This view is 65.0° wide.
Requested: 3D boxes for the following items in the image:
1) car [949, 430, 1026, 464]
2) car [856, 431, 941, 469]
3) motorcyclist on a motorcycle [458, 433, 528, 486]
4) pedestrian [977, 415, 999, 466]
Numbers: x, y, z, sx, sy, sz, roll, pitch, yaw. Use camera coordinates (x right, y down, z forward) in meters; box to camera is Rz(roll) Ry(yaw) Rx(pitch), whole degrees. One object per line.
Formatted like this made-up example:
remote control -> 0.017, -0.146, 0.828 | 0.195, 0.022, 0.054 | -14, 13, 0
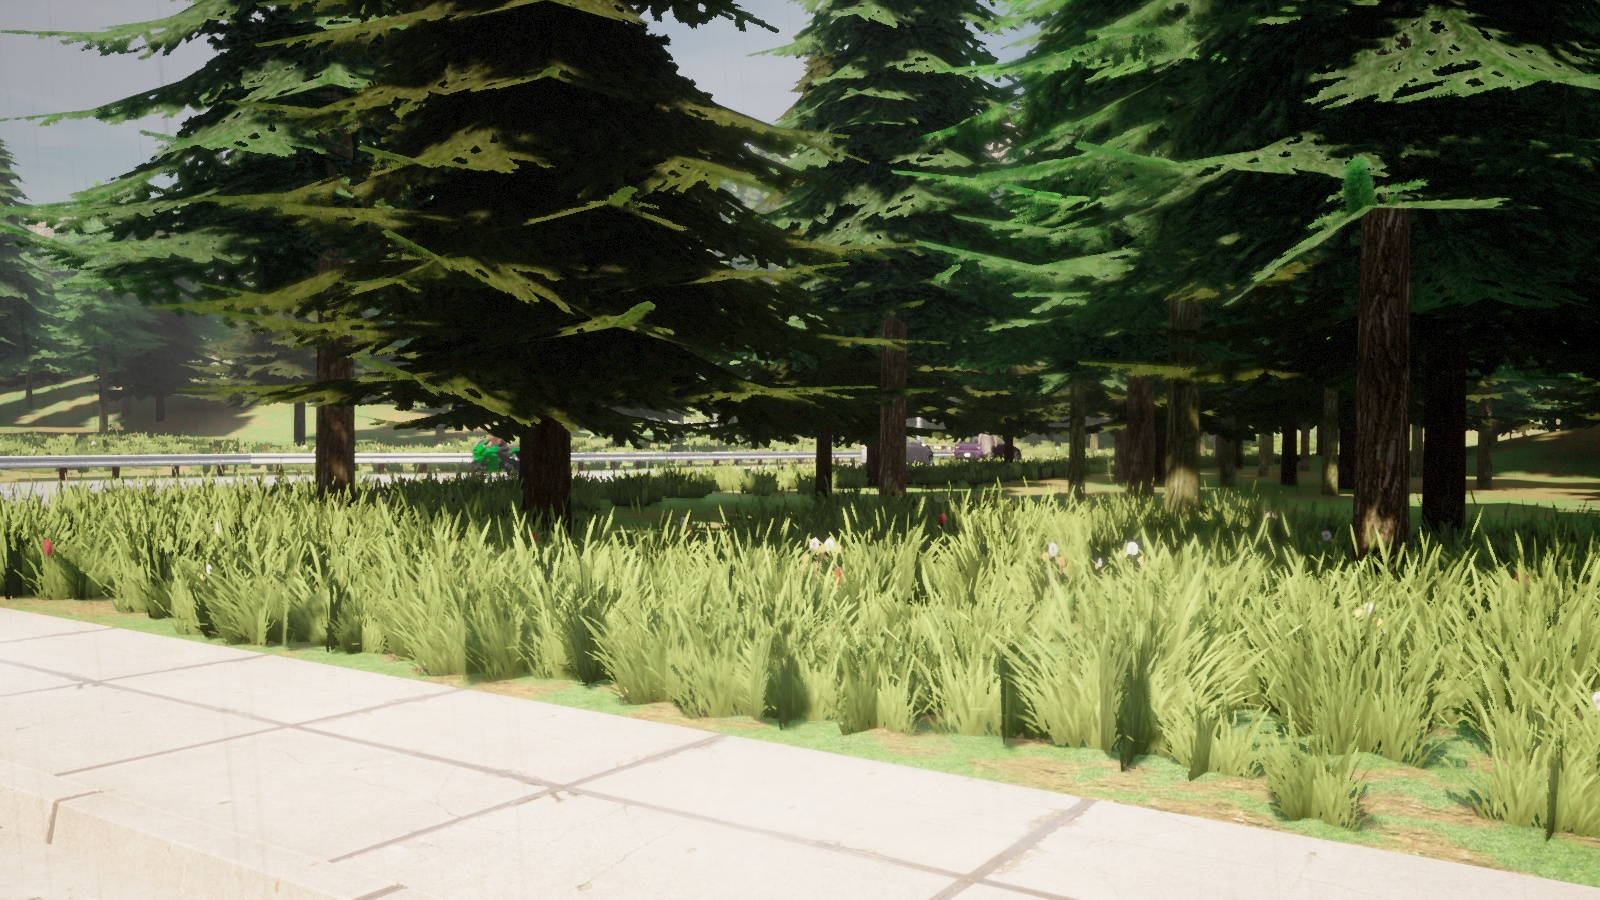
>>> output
car -> 8.648, -0.148, 57.729 | 1.816, 1.474, 4.193 | 0, 1, 35
car -> 4.039, -0.018, 51.080 | 1.845, 1.501, 3.633 | 0, 1, 35
motorcyclist on a motorcycle -> -9.163, 0.257, 37.544 | 0.797, 1.523, 2.044 | 0, 1, 33
pedestrian -> 7.289, -0.364, 48.690 | 0.659, 1.952, 0.873 | 0, 1, 19
